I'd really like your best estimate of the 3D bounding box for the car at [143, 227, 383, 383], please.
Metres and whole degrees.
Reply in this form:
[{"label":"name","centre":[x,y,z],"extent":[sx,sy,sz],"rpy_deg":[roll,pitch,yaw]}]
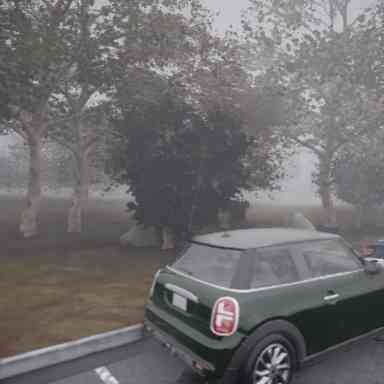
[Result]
[{"label":"car","centre":[1.629,1.357,5.221],"extent":[4.553,1.767,2.185],"rpy_deg":[0,0,-33]}]
